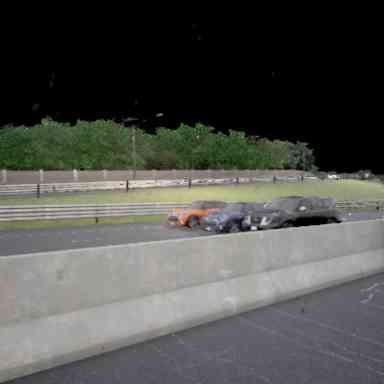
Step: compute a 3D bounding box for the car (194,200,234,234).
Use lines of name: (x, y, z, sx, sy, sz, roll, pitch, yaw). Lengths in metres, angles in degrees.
car: (2.693, 1.356, 18.834, 4.553, 1.767, 2.097, 0, 0, -36)

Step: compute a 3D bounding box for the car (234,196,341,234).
car: (4.960, 1.226, 16.152, 5.566, 2.045, 2.150, 0, 0, -36)

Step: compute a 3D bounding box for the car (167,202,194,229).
car: (0.619, 1.356, 21.654, 4.553, 1.767, 2.097, 0, 0, -36)
